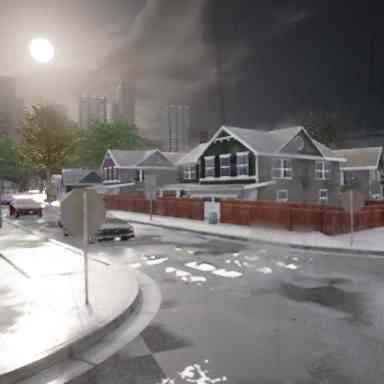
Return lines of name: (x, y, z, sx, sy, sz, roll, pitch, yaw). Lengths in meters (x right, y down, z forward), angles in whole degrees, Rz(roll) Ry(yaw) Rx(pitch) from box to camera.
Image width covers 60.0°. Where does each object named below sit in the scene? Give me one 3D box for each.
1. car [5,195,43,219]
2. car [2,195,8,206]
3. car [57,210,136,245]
car: (-13.555, 1.245, 27.030, 1.882, 1.535, 5.008, -1, 1, -36)
car: (-22.952, 1.074, 40.944, 1.882, 1.535, 5.008, -1, 1, -32)
car: (-4.655, 1.458, 15.431, 2.033, 1.411, 5.357, -1, 1, -39)
